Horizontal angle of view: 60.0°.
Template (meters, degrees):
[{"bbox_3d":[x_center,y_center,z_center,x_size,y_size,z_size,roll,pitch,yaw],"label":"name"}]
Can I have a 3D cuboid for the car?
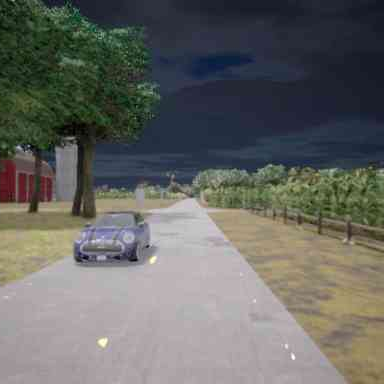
[{"bbox_3d":[-2.849,1.514,12.729,2.097,1.767,4.553,0,-1,0],"label":"car"}]
